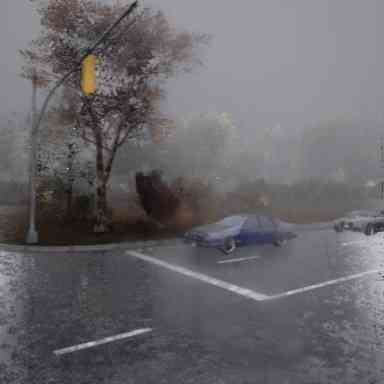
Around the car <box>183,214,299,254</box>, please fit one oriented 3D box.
[{"bbox_3d":[2.257,1.650,14.210,5.357,1.411,2.033,1,0,-35],"label":"car"}]

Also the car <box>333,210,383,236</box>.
[{"bbox_3d":[10.373,1.767,19.978,4.181,1.385,1.994,1,0,-35],"label":"car"}]
